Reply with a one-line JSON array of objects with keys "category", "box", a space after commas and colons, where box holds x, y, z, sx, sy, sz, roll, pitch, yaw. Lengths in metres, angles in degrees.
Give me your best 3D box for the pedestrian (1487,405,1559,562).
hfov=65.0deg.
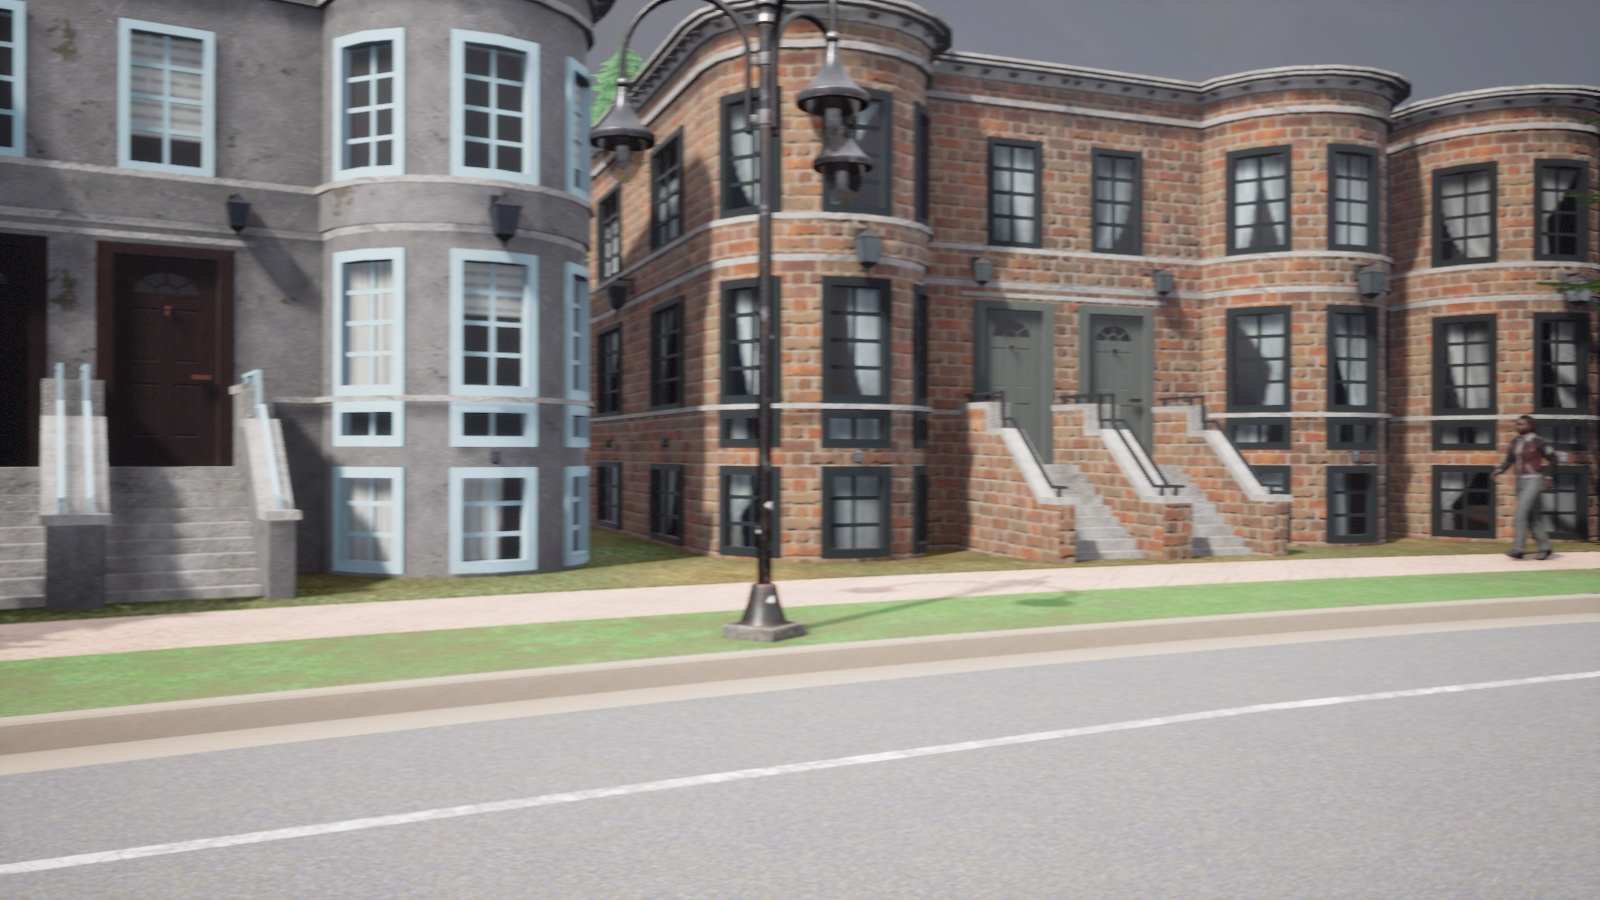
[{"category": "pedestrian", "box": [9.047, 0.413, 15.719, 0.666, 1.930, 0.402, 0, 0, -10]}]
